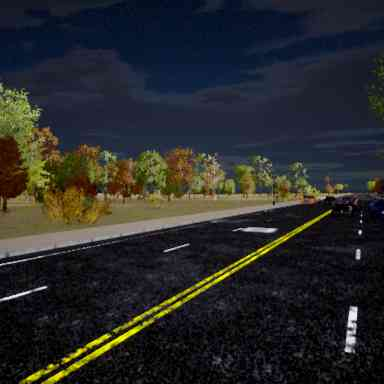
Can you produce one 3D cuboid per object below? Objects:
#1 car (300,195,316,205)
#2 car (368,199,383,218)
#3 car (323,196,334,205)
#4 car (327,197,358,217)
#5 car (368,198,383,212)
[{"bbox_3d":[19.924,1.335,56.836,2.097,1.767,4.553,0,0,28],"label":"car"},{"bbox_3d":[16.848,1.517,29.404,1.812,1.442,4.674,0,0,28],"label":"car"},{"bbox_3d":[23.741,1.486,57.119,1.837,1.490,4.892,0,0,28],"label":"car"},{"bbox_3d":[14.390,1.483,31.571,2.128,1.511,4.902,0,0,27],"label":"car"},{"bbox_3d":[22.503,1.534,40.314,2.033,1.411,5.357,0,0,28],"label":"car"}]
